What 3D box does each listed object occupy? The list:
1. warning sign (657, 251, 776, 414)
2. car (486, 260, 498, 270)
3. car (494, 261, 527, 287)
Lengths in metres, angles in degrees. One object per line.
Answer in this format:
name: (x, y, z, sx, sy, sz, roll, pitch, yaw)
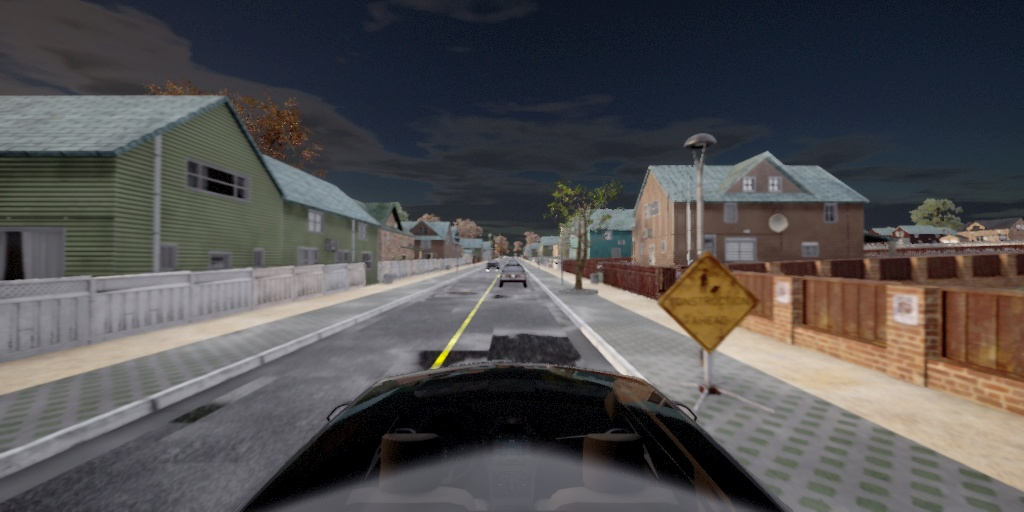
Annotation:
warning sign: (2.517, 0.867, 4.574, 1.300, 1.860, 1.060, 0, 0, 0)
car: (-2.783, 1.270, 52.731, 2.033, 1.411, 5.357, 0, 0, 1)
car: (0.087, 1.291, 24.654, 2.033, 1.411, 5.357, 0, 0, 1)
